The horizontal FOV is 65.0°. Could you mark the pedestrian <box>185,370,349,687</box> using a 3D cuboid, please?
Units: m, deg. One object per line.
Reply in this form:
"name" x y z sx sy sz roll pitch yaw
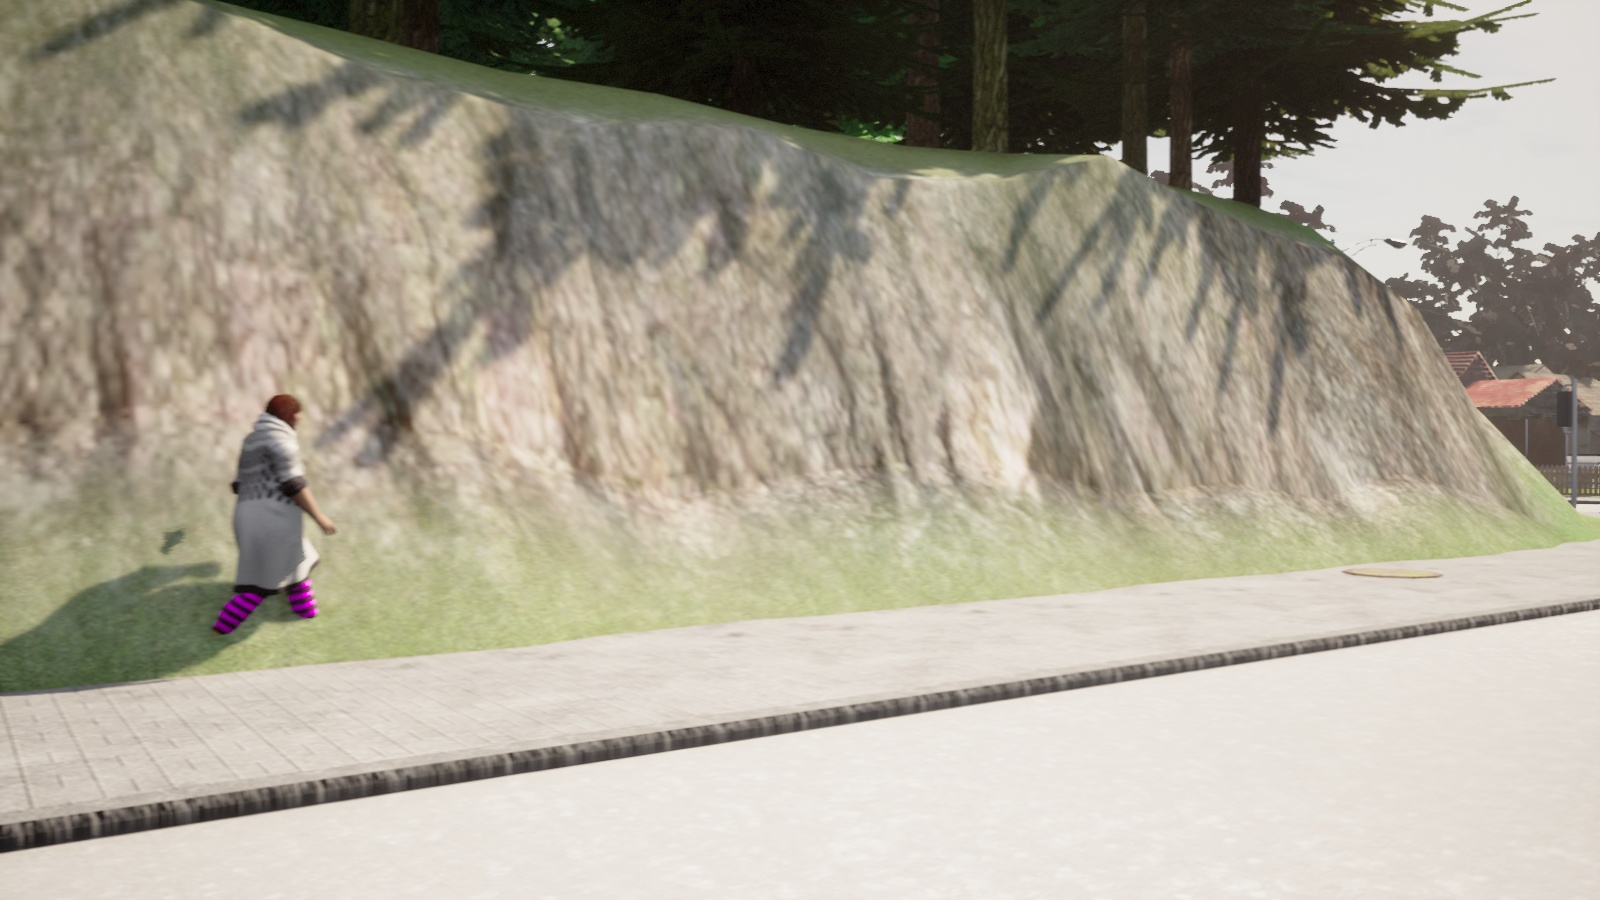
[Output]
"pedestrian" -3.505 0.482 8.249 0.873 1.952 0.659 0 0 -35
